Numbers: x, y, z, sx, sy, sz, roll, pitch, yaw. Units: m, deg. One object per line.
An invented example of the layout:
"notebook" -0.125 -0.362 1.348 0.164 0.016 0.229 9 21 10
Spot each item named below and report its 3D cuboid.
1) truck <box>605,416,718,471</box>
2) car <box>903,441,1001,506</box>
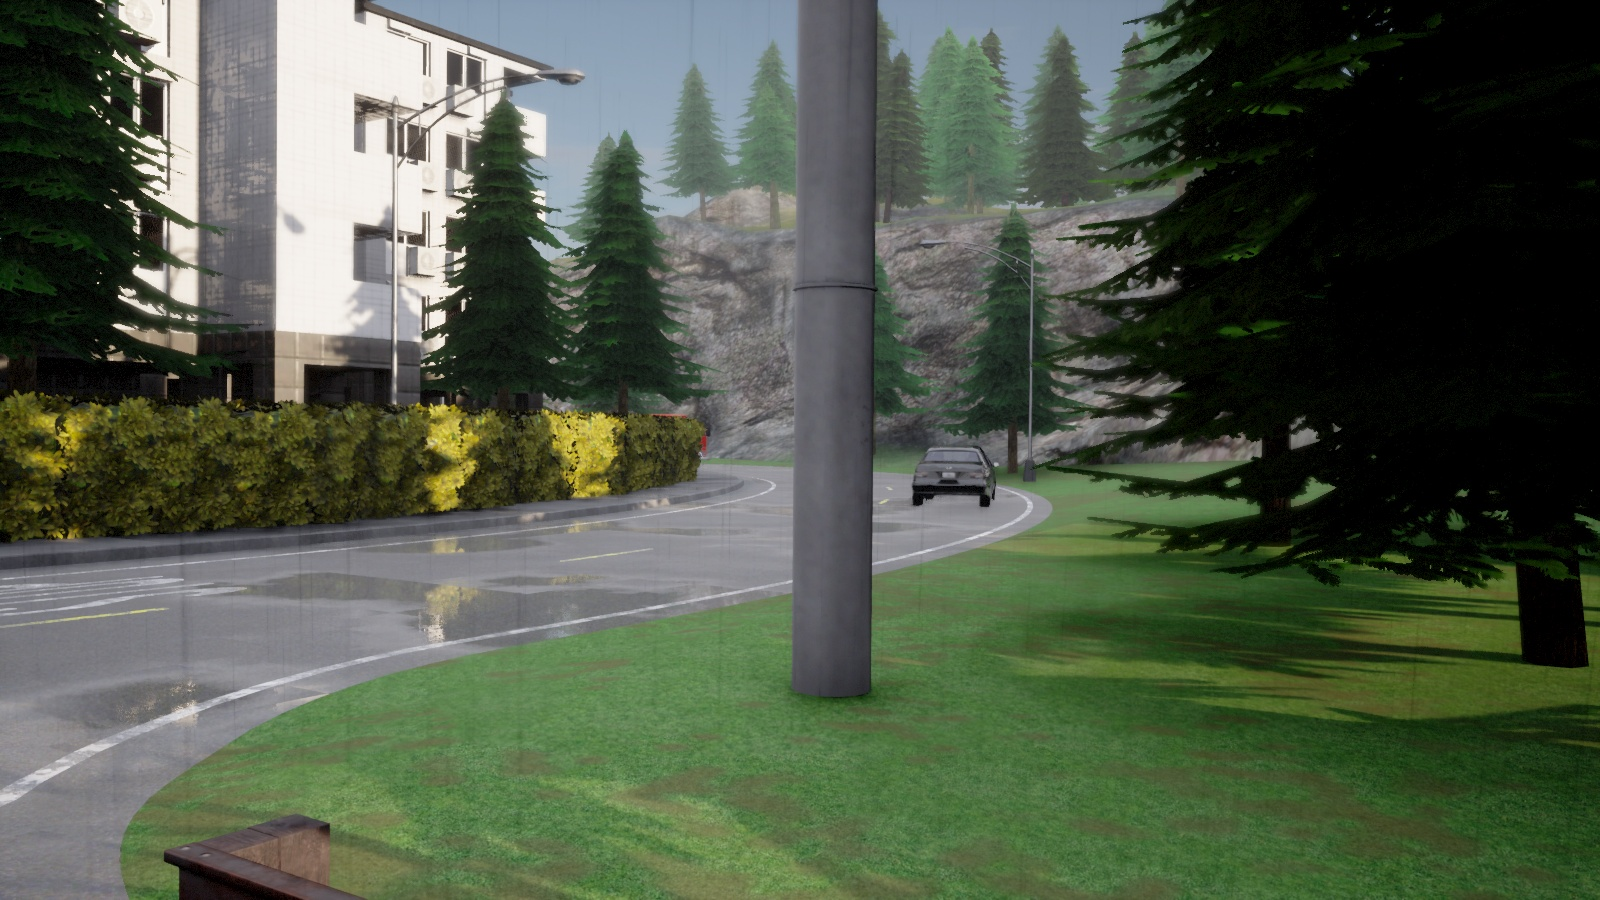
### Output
"truck" -6.484 -0.318 58.388 2.627 2.467 5.204 -1 1 -43
"car" 3.802 0.503 30.580 2.033 1.411 5.357 0 1 10
